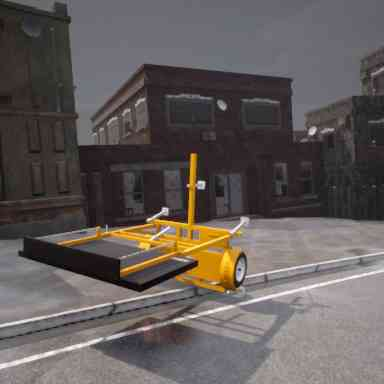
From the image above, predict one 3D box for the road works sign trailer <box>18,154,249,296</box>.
[{"bbox_3d":[-0.701,0.701,5.824,2.380,2.880,3.560,5,5,31],"label":"road works sign trailer"}]
